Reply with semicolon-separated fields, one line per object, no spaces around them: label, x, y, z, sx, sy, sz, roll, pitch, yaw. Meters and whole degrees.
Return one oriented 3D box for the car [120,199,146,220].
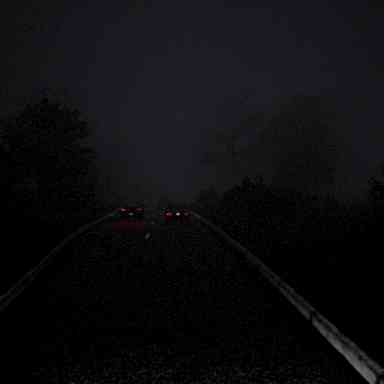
car;-5.011;1.535;28.403;1.812;1.442;4.674;0;0;-6

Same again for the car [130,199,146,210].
car;-7.037;1.582;43.346;1.994;1.385;4.181;0;0;-9

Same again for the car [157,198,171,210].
car;-3.414;1.510;42.673;2.128;1.511;4.902;0;0;-9

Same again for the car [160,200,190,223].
car;-1.195;1.557;25.277;2.033;1.411;5.357;0;0;-5
